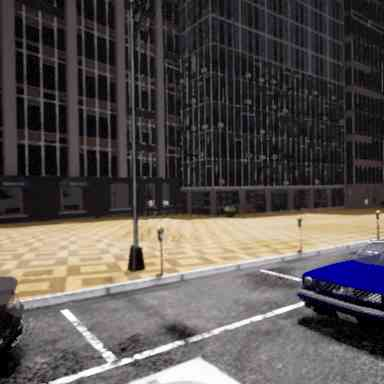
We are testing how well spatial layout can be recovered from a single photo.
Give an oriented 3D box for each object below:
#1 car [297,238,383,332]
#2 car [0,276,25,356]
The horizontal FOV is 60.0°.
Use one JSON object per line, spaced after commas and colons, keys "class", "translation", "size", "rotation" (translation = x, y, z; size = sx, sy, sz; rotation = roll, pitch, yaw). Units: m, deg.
{"class": "car", "translation": [4.155, 1.607, 6.385], "size": [4.718, 1.301, 1.895], "rotation": [0, 0, -36]}
{"class": "car", "translation": [-4.241, 1.577, 3.523], "size": [4.403, 1.369, 2.008], "rotation": [0, -1, -36]}
